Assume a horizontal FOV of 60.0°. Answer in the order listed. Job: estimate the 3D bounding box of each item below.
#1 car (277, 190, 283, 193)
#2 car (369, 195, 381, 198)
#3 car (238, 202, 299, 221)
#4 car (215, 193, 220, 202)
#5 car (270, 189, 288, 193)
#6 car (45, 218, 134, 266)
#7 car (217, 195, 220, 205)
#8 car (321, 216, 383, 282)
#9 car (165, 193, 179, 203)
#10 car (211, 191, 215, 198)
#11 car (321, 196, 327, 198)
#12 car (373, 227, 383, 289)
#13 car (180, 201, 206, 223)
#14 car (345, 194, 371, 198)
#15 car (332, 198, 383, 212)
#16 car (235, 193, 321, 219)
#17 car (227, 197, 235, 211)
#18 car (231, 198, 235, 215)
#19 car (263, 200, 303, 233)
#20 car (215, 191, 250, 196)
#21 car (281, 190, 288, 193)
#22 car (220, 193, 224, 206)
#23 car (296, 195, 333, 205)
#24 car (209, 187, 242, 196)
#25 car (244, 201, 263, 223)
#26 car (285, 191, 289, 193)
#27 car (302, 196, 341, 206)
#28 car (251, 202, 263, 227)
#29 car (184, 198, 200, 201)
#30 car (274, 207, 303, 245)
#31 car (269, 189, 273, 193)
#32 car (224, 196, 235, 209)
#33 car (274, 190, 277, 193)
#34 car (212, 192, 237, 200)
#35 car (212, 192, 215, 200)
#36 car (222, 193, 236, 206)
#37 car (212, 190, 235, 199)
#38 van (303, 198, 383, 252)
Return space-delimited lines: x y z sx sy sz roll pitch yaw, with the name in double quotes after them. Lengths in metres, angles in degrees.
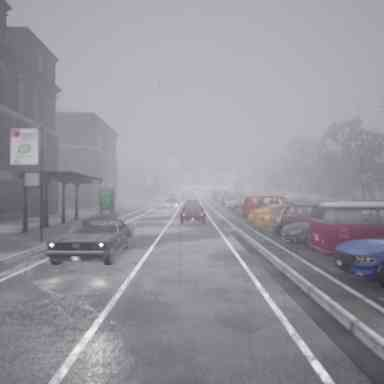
19.759 0.901 64.206 5.366 1.575 1.946 0 2 0 "car"
19.464 1.445 30.869 4.553 1.767 2.185 0 0 0 "car"
6.338 1.611 27.974 4.674 1.452 2.002 0 0 0 "car"
6.405 1.368 50.268 4.792 1.488 2.163 0 1 0 "car"
19.600 0.694 69.907 4.674 1.452 2.002 0 3 0 "car"
-3.363 1.624 11.811 1.895 1.301 4.718 0 0 0 "car"
6.452 1.427 47.481 4.792 1.488 2.163 0 1 0 "car"
6.263 1.538 8.492 5.008 1.535 2.097 0 0 0 "car"
-3.433 1.004 57.532 2.097 1.767 4.553 0 1 0 "car"
6.476 1.015 61.411 4.892 1.521 2.231 0 2 0 "car"
19.294 1.483 42.030 5.366 1.575 1.946 0 1 0 "car"
6.241 1.532 5.709 5.008 1.535 2.097 0 0 0 "car"
0.054 1.642 25.786 1.895 1.301 4.718 0 0 0 "car"
19.485 1.293 36.449 5.566 2.045 2.435 0 0 0 "car"
19.474 1.519 39.240 5.008 1.535 2.097 0 1 0 "car"
6.357 1.315 25.192 5.566 2.045 2.435 0 0 0 "car"
6.359 1.562 33.547 5.008 1.535 2.097 0 0 0 "car"
6.323 1.600 30.760 4.792 1.488 2.163 0 0 0 "car"
6.262 1.428 16.967 4.553 1.767 2.185 0 0 0 "car"
6.415 1.146 53.051 4.553 1.767 2.185 0 1 0 "car"
19.747 1.009 61.412 5.366 1.575 1.946 0 2 0 "car"
6.442 1.323 44.691 4.553 1.767 2.185 0 1 0 "car"
19.522 1.267 53.180 5.008 1.535 2.097 0 1 0 "car"
6.522 0.655 64.188 5.566 2.045 2.435 0 2 0 "car"
6.311 1.562 22.408 5.008 1.535 2.097 0 0 0 "car"
19.521 1.135 58.760 4.792 1.488 2.163 0 2 0 "car"
19.509 1.339 50.263 4.892 1.521 2.231 0 1 0 "car"
6.490 1.554 19.624 5.366 1.575 1.946 0 0 0 "car"
-0.004 1.438 41.089 2.128 1.511 4.902 0 1 0 "car"
6.288 1.550 14.059 4.892 1.521 2.231 0 0 0 "car"
19.612 0.560 72.689 4.674 1.452 2.002 0 3 0 "car"
6.370 1.546 36.336 5.008 1.535 2.097 0 0 0 "car"
19.614 0.816 66.997 4.792 1.488 2.163 0 3 0 "car"
6.500 0.789 66.990 5.008 1.535 2.097 0 2 0 "car"
6.441 1.141 58.635 4.792 1.488 2.163 0 2 0 "car"
6.431 1.363 41.911 4.553 1.767 2.185 0 1 0 "car"
6.548 0.538 69.760 4.553 1.767 2.185 0 3 0 "car"
6.386 1.317 11.275 4.442 1.987 1.878 0 0 0 "van"
